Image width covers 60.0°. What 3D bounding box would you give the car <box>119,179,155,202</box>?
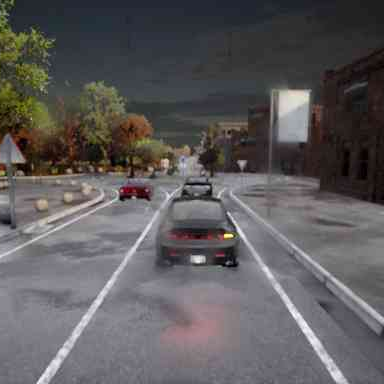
[{"bbox_3d":[-3.442,-0.179,21.447,1.895,1.301,4.718,0,5,-3],"label":"car"}]

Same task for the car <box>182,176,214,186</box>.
[{"bbox_3d":[0.381,-0.299,21.547,2.128,1.511,4.902,0,5,2],"label":"car"}]

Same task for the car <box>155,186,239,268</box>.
[{"bbox_3d":[0.119,0.850,8.909,1.837,1.490,4.892,0,5,0],"label":"car"}]
